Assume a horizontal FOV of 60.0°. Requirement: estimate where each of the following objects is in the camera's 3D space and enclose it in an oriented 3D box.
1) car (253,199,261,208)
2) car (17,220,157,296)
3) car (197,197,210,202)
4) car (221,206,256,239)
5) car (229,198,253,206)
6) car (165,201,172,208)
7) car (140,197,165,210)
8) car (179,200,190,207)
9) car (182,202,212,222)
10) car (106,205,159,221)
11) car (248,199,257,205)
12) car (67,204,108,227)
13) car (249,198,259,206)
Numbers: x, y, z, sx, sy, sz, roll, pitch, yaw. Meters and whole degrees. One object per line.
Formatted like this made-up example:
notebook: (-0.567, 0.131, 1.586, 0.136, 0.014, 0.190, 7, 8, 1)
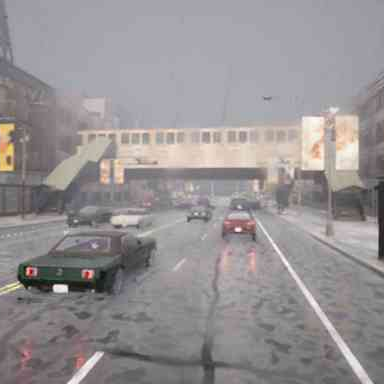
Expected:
car: (12.855, 2.365, 67.485, 2.231, 1.521, 4.892, 0, -1, 18)
car: (-2.331, 1.686, 8.903, 1.895, 1.301, 4.718, 0, -1, 8)
car: (2.257, 1.982, 64.427, 2.150, 2.045, 5.566, 0, -1, 9)
car: (2.676, 1.769, 19.088, 1.812, 1.442, 4.674, 0, -1, 8)
car: (5.224, 1.688, 36.466, 2.150, 2.045, 5.566, 0, 0, 8)
car: (-5.334, 2.228, 58.815, 1.895, 1.301, 4.718, 0, -1, 8)
car: (-6.364, 1.769, 51.497, 2.435, 2.045, 5.566, 0, -1, 8)
car: (-1.203, 2.263, 64.967, 1.812, 1.442, 4.674, 0, -1, 9)
car: (0.721, 1.899, 29.900, 2.033, 1.411, 5.357, 0, -1, 8)
car: (-3.985, 1.837, 23.317, 1.895, 1.301, 4.718, 0, -1, 8)
car: (15.258, 2.579, 84.515, 2.097, 1.535, 5.008, 0, -1, 8)
car: (-7.344, 1.700, 24.530, 1.882, 1.535, 5.008, 0, -1, 8)
car: (14.461, 2.374, 78.140, 2.185, 1.767, 4.553, 0, -1, 8)
